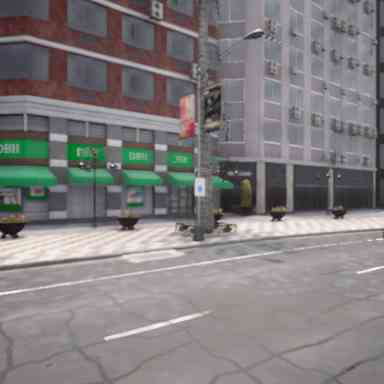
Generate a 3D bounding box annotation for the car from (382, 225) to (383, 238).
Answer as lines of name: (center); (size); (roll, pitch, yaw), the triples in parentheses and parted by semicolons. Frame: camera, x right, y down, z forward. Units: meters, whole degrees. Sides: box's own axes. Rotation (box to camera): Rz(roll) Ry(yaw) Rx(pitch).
car: (10.755, 1.530, 14.947); (5.008, 1.535, 1.882); (1, 0, -26)
